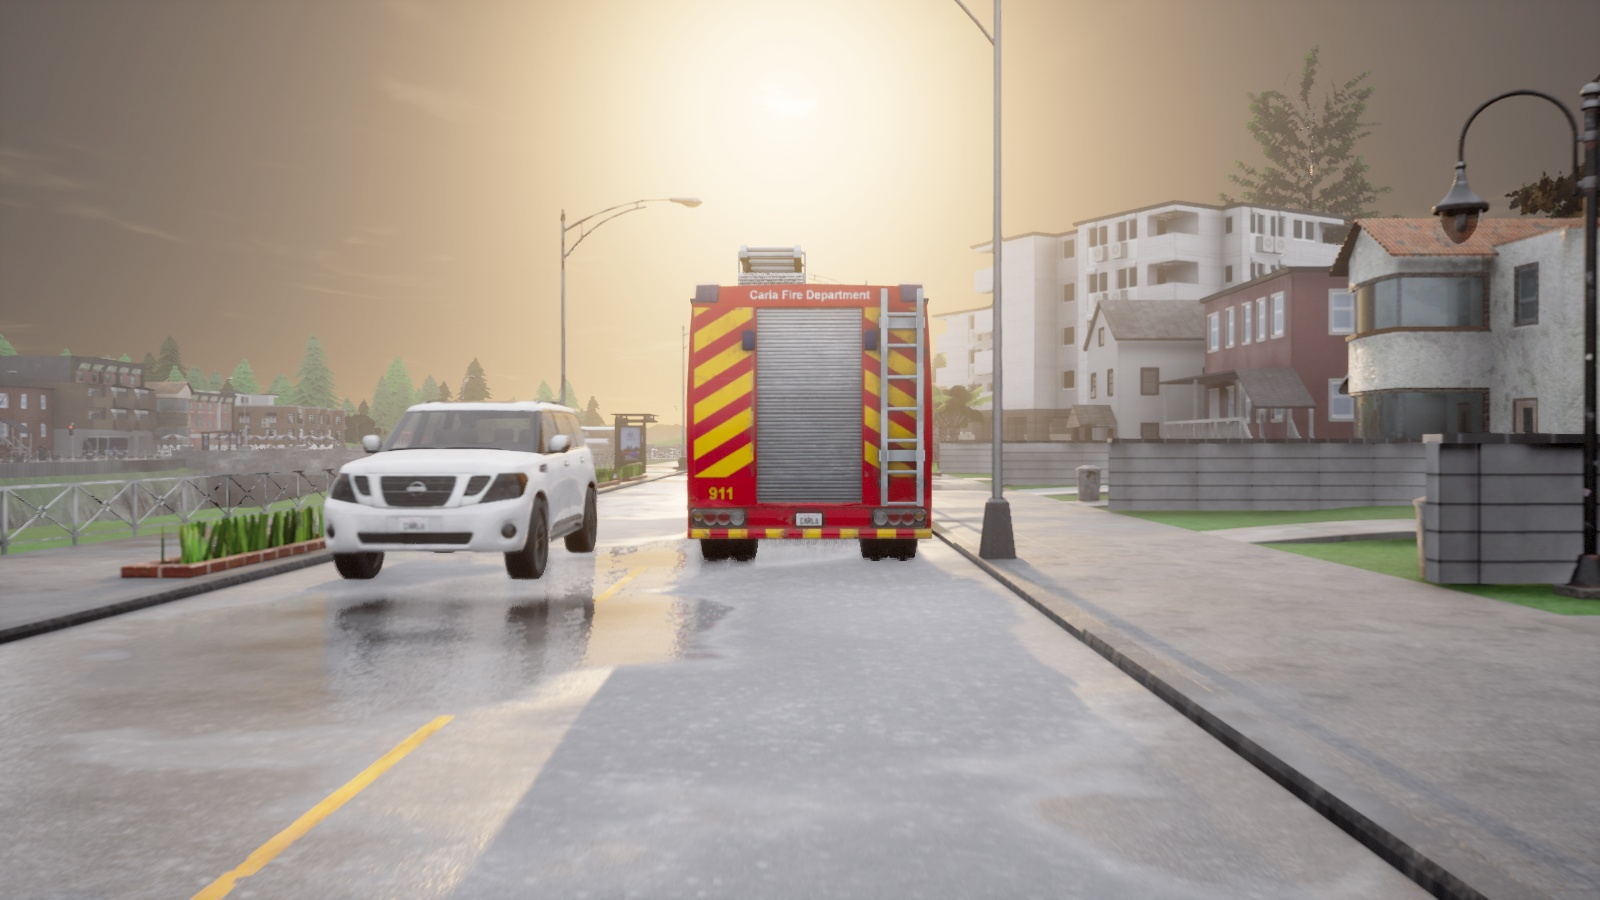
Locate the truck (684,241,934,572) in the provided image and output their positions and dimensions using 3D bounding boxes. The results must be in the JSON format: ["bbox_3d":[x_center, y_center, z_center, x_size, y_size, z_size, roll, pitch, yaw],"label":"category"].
[{"bbox_3d":[0.124,-0.524,18.747,2.891,3.827,8.468,0,0,0],"label":"truck"}]

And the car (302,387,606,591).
[{"bbox_3d":[-3.897,0.376,15.344,2.150,2.045,5.566,0,0,0],"label":"car"}]
